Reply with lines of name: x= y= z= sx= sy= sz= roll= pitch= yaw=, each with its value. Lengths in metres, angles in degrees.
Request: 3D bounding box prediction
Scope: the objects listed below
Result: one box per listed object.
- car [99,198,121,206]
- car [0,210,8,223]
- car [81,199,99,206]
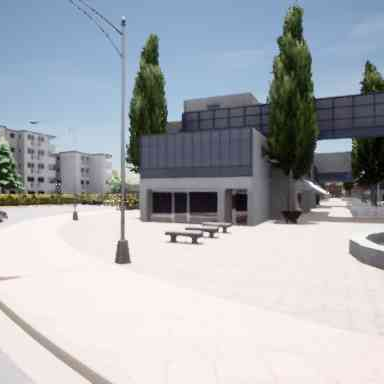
car: x=-14.140 y=1.745 z=60.591 sx=1.882 sy=1.535 sz=5.008 roll=0 pitch=0 yaw=24
car: x=-14.994 y=1.634 z=23.764 sx=2.033 sy=1.411 sz=5.357 roll=0 pitch=0 yaw=-11
car: x=-17.966 y=1.860 z=60.572 sx=1.895 sy=1.301 sz=4.718 roll=0 pitch=0 yaw=24
